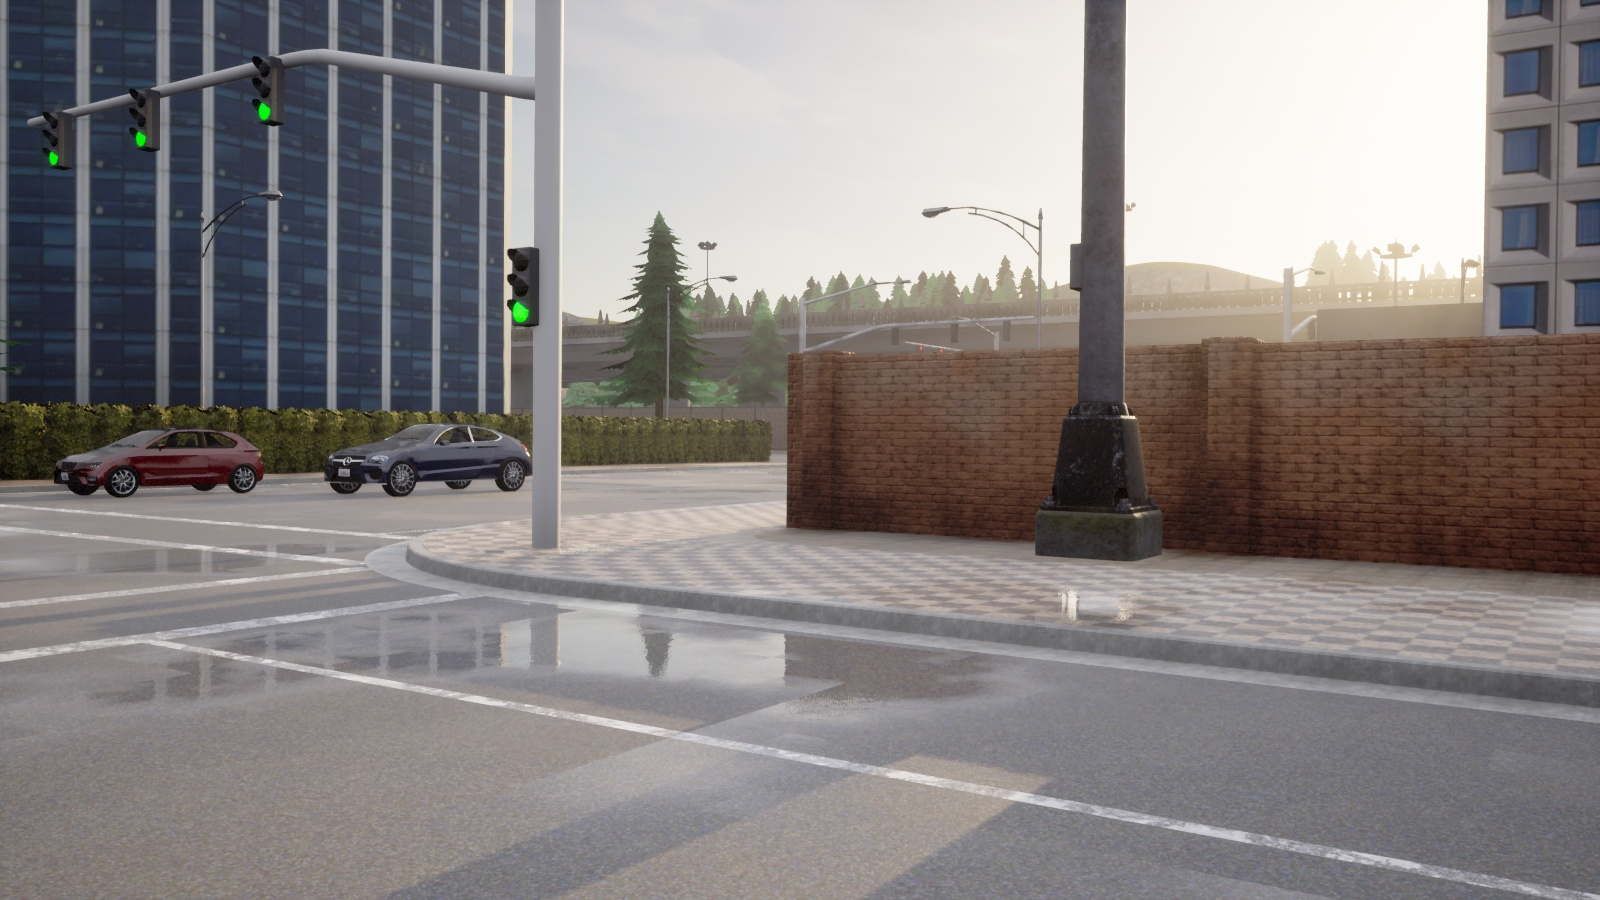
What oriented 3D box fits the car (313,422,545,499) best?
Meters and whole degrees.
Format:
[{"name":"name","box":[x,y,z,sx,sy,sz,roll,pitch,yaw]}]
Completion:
[{"name":"car","box":[-8.596,0.184,29.564,2.152,1.651,5.027,0,1,33]}]

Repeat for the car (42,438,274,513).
[{"name":"car","box":[-14.023,0.494,27.653,1.816,1.474,4.193,0,1,33]}]
